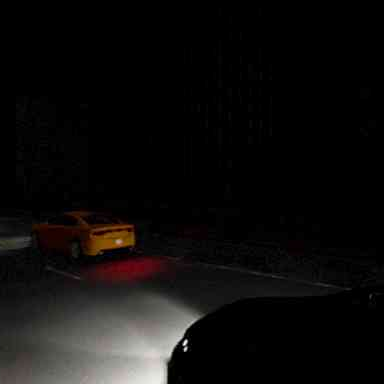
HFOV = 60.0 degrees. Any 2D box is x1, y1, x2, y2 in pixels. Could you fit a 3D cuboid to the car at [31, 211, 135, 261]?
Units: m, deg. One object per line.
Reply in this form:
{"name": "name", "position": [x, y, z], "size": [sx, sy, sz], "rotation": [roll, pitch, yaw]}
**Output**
{"name": "car", "position": [-4.185, 1.443, 12.346], "size": [5.008, 1.535, 1.882], "rotation": [0, 0, 42]}

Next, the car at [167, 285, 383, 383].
{"name": "car", "position": [1.803, 1.573, 2.880], "size": [4.181, 1.385, 1.994], "rotation": [0, 0, 36]}
